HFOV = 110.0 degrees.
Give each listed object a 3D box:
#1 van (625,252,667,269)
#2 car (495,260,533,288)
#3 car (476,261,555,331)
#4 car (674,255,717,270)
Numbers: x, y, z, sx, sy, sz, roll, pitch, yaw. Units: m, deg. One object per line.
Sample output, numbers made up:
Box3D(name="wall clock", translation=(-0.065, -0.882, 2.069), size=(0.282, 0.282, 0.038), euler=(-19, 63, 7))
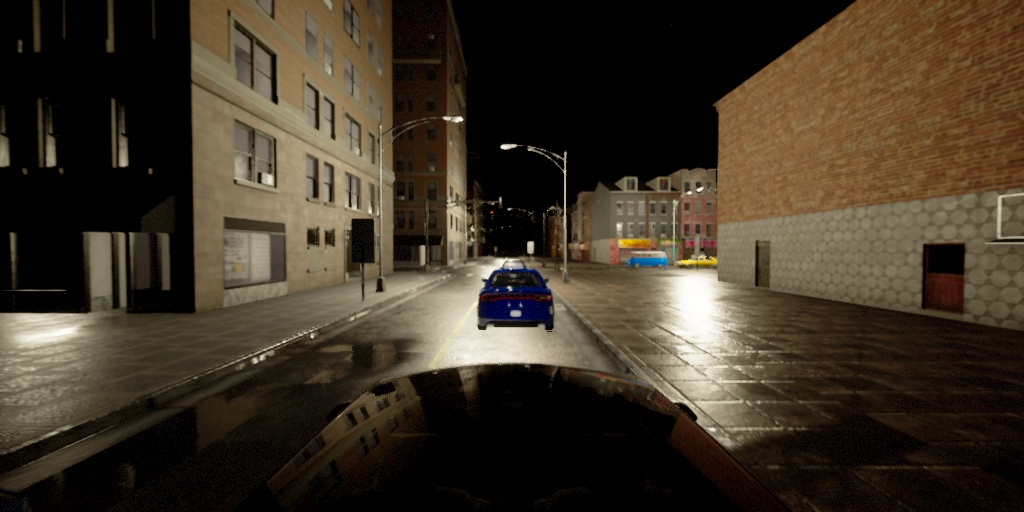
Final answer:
Box3D(name="van", translation=(13.720, 0.445, 36.694), size=(3.998, 1.789, 1.690), euler=(0, 0, 0))
Box3D(name="car", translation=(0.088, 0.962, 20.941), size=(1.994, 1.385, 4.181), euler=(0, 1, 0))
Box3D(name="car", translation=(0.094, 1.069, 10.385), size=(1.882, 1.535, 5.008), euler=(0, 1, 0))
Box3D(name="car", translation=(19.161, 0.625, 36.688), size=(4.829, 1.417, 1.751), euler=(0, 0, 0))
